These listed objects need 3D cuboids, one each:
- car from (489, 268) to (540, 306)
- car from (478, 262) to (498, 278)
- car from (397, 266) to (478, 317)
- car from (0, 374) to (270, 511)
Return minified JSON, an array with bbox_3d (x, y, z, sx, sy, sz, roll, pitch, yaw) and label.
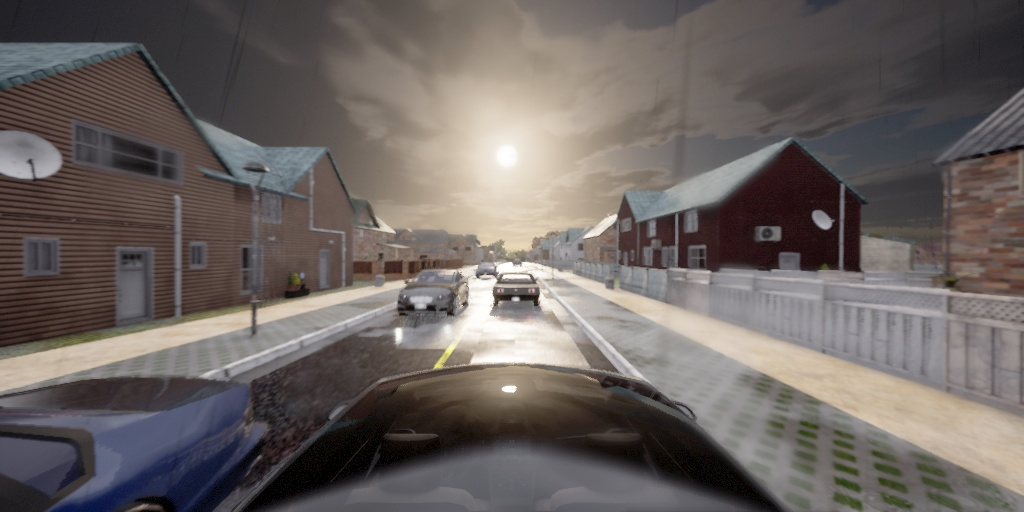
[{"bbox_3d":[0.194,1.376,16.028,1.895,1.301,4.718,0,0,1],"label":"car"},{"bbox_3d":[-2.293,1.322,34.129,1.812,1.442,4.674,0,0,1],"label":"car"},{"bbox_3d":[-2.697,1.236,13.177,2.128,1.511,4.902,0,0,1],"label":"car"},{"bbox_3d":[-2.892,1.272,0.468,2.033,1.411,5.357,0,0,1],"label":"car"}]
